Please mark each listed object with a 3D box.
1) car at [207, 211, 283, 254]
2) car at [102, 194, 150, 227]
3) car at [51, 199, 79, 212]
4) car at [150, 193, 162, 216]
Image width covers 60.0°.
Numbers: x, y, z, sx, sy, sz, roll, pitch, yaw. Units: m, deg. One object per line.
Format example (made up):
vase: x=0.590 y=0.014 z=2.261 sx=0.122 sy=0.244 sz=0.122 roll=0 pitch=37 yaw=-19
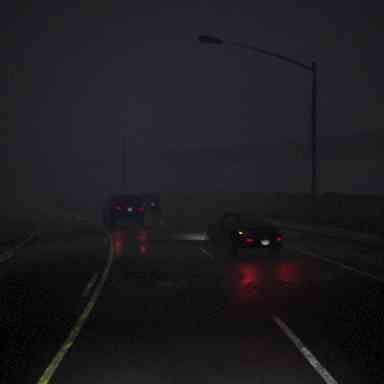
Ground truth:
car: x=1.950 y=1.479 z=13.218 sx=1.812 sy=1.442 sz=4.674 roll=0 pitch=0 yaw=-12
car: x=-4.898 y=1.193 z=23.298 sx=2.150 sy=2.045 sz=5.566 roll=-1 pitch=0 yaw=-22
car: x=-14.860 y=1.512 z=38.758 sx=2.128 sy=1.511 sz=4.902 roll=-1 pitch=1 yaw=-41
car: x=-4.627 y=1.154 z=30.579 sx=2.150 sy=2.045 sz=5.566 roll=-1 pitch=0 yaw=-29
